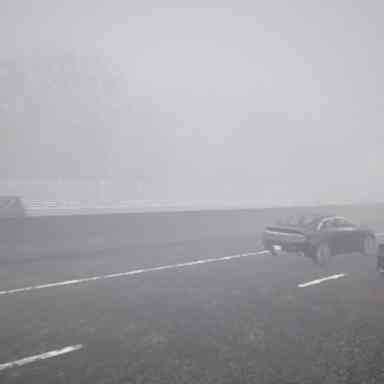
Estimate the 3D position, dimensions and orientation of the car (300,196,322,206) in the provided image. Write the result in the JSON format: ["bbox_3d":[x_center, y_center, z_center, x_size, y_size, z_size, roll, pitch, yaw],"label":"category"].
[{"bbox_3d":[17.466,1.369,47.501,4.553,1.767,2.097,0,0,-36],"label":"car"}]

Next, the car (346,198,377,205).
[{"bbox_3d":[21.893,1.621,42.077,4.181,1.385,1.994,0,0,-36],"label":"car"}]

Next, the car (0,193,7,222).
[{"bbox_3d":[-15.933,1.066,22.608,5.566,2.045,2.150,0,0,-37],"label":"car"}]

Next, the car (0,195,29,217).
[{"bbox_3d":[-9.888,1.125,14.023,5.566,2.045,2.150,0,0,-37],"label":"car"}]

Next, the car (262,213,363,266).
[{"bbox_3d":[4.548,1.496,11.583,4.902,1.511,2.128,0,0,-37],"label":"car"}]

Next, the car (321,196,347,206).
[{"bbox_3d":[20.153,1.517,45.144,5.008,1.535,1.882,0,0,-36],"label":"car"}]

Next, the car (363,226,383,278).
[{"bbox_3d":[6.745,1.531,8.851,4.892,1.490,1.837,0,0,-37],"label":"car"}]
